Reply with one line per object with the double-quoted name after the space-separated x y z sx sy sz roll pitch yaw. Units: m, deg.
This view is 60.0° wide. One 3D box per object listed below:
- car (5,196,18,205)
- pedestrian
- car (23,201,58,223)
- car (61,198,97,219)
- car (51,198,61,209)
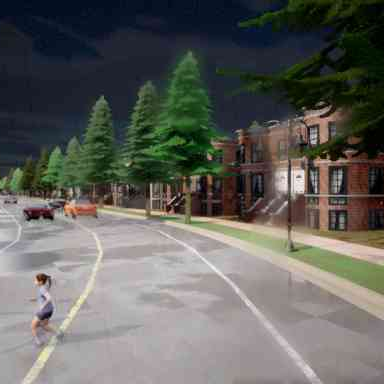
-32.918 1.521 60.669 2.128 1.511 4.902 0 0 -31 "car"
-2.098 1.674 4.829 0.500 1.100 0.500 0 0 -7 "pedestrian"
-12.078 1.601 26.074 1.895 1.301 4.718 0 0 -31 "car"
-9.960 1.352 29.569 2.097 1.767 4.553 0 0 -30 "car"
-16.100 1.505 39.861 1.837 1.490 4.892 0 0 -31 "car"
